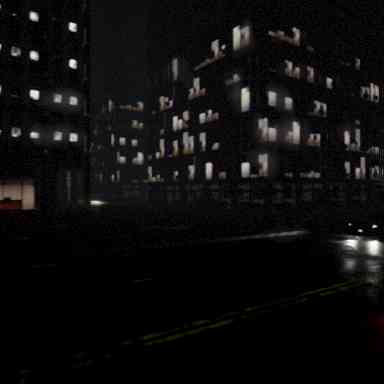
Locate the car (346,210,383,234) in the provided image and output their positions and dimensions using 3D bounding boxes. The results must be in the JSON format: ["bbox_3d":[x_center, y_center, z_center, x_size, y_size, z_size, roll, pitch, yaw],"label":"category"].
[{"bbox_3d":[11.396,1.770,19.809,5.357,1.411,2.033,1,0,-36],"label":"car"}]

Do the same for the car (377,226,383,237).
[{"bbox_3d":[6.849,1.617,8.336,4.892,1.490,1.837,0,0,-35],"label":"car"}]
